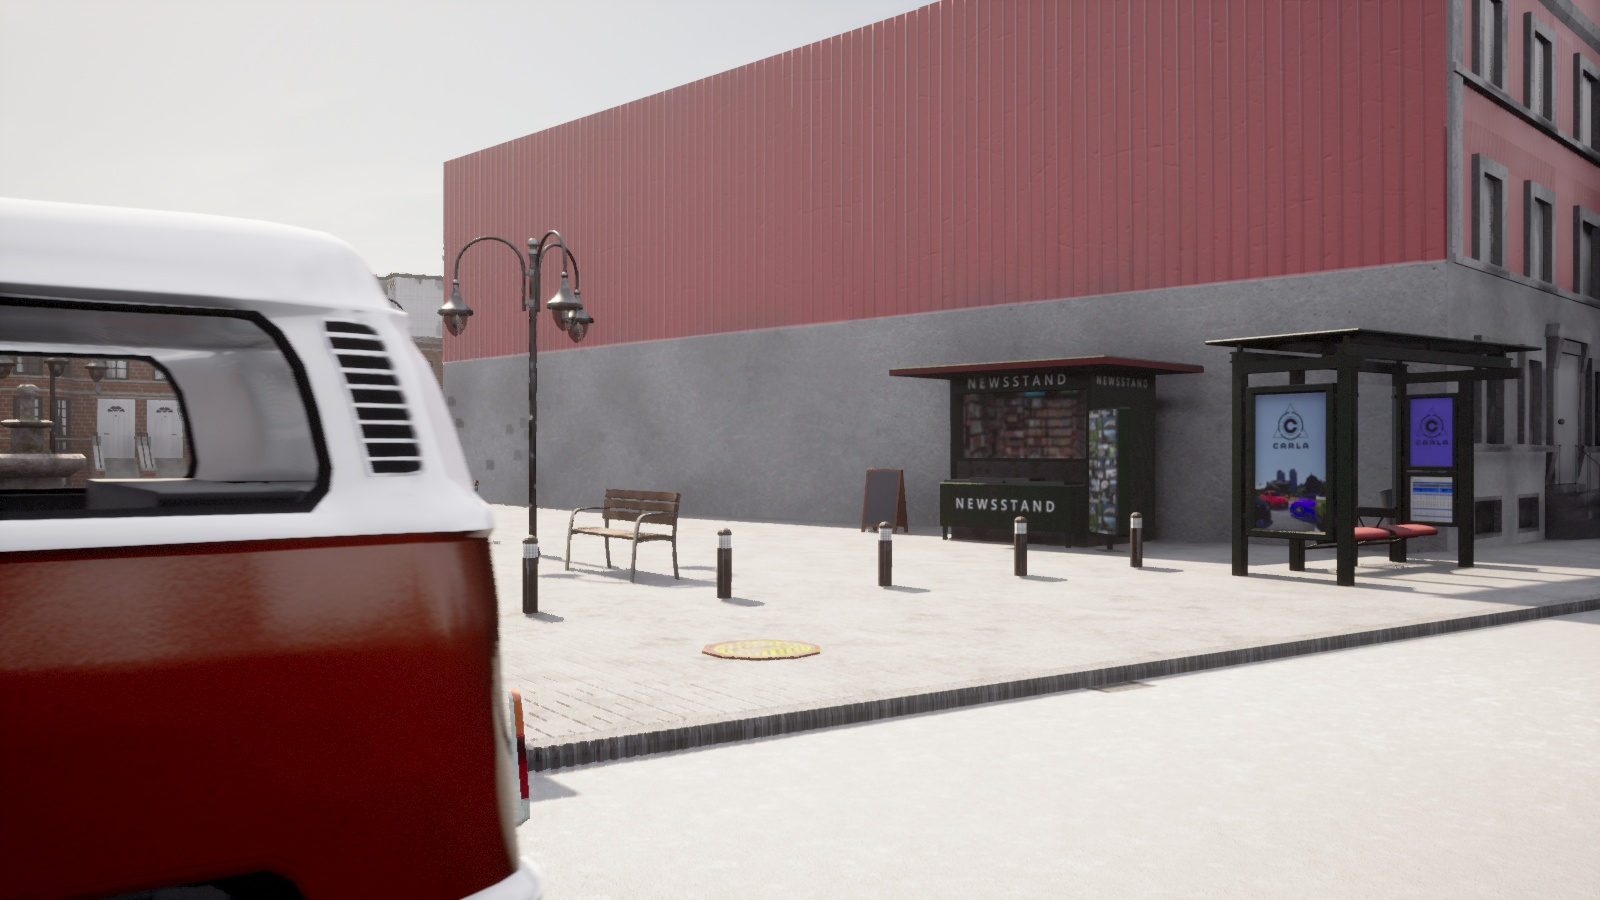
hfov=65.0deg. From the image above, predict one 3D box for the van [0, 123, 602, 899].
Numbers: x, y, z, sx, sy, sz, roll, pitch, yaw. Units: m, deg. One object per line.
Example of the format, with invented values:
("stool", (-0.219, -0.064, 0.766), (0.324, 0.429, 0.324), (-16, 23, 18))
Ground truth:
("van", (-2.857, 0.480, 2.280), (4.480, 2.038, 2.069), (0, 0, -35))
